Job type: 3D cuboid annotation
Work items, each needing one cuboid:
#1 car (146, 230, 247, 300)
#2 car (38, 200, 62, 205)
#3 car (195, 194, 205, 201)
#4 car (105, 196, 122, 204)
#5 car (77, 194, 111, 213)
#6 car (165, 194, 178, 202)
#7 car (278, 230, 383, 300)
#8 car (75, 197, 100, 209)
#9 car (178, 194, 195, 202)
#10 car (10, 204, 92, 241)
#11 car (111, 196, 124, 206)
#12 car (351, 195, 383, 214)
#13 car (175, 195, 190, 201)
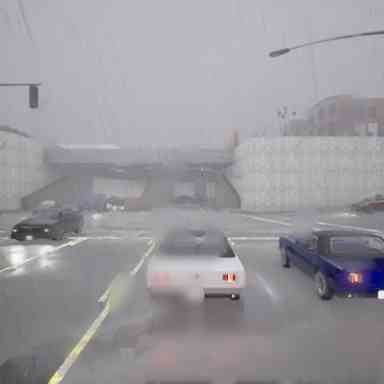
[{"bbox_3d":[0.091,1.597,8.315,1.895,1.301,4.718,0,0,0],"label":"car"},{"bbox_3d":[-14.105,1.511,33.023,1.812,1.442,4.674,0,0,-6],"label":"car"},{"bbox_3d":[1.506,1.319,85.426,2.097,1.767,4.553,0,0,28],"label":"car"},{"bbox_3d":[-15.137,1.464,64.537,2.128,1.511,4.902,0,0,-1],"label":"car"},{"bbox_3d":[-10.980,1.206,37.047,2.150,2.045,5.566,0,0,-3],"label":"car"},{"bbox_3d":[-4.660,1.323,75.532,2.097,1.767,4.553,0,0,6],"label":"car"},{"bbox_3d":[3.591,1.597,8.321,1.895,1.301,4.718,0,0,0],"label":"car"},{"bbox_3d":[-14.805,1.527,47.494,2.033,1.411,5.357,0,0,-1],"label":"car"},{"bbox_3d":[-1.159,1.493,75.425,2.128,1.511,4.902,0,0,6],"label":"car"},{"bbox_3d":[-6.969,1.542,16.783,2.033,1.411,5.357,0,0,-1],"label":"car"},{"bbox_3d":[-11.419,1.541,52.707,1.994,1.385,4.181,0,0,-1],"label":"car"},{"bbox_3d":[15.847,0.960,28.406,4.181,1.385,1.994,-7,0,0],"label":"car"},{"bbox_3d":[-2.295,1.442,85.395,1.882,1.535,5.008,0,0,24],"label":"car"}]
